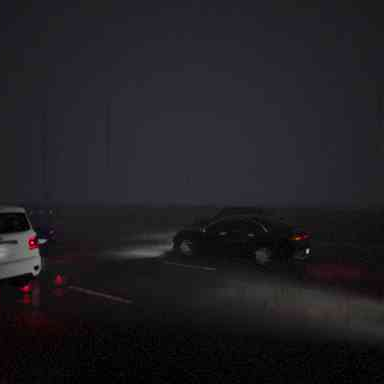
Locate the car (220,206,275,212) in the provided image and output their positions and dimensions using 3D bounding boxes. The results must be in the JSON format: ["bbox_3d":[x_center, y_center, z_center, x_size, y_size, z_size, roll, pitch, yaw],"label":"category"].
[{"bbox_3d":[2.007,1.430,15.457,4.553,1.767,2.097,-1,0,35],"label":"car"}]

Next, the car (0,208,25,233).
[{"bbox_3d":[-13.612,1.802,22.298,5.357,1.411,2.033,-1,0,35],"label":"car"}]

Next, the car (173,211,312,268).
[{"bbox_3d":[1.538,1.562,11.491,4.892,1.490,1.837,-1,0,35],"label":"car"}]

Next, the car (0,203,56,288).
[{"bbox_3d":[-6.055,1.324,8.311,5.566,2.045,2.150,-1,0,36],"label":"car"}]

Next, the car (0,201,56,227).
[{"bbox_3d":[-12.950,1.625,26.123,4.553,1.767,2.097,-1,0,35],"label":"car"}]

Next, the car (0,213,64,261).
[{"bbox_3d":[-7.419,1.673,13.582,4.674,1.442,1.812,-1,0,35],"label":"car"}]
